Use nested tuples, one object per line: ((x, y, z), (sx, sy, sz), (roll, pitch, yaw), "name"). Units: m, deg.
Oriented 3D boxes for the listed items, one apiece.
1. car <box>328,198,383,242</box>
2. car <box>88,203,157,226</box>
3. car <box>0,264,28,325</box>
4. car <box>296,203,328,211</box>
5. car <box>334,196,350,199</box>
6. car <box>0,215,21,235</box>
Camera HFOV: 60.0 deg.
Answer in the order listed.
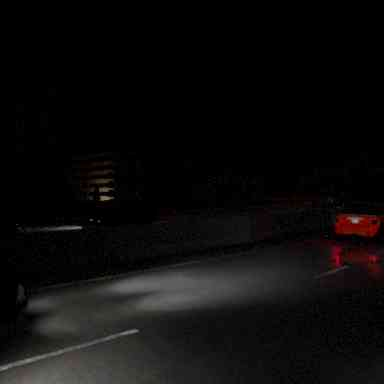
((8.898, 1.340, 16.556), (4.553, 1.767, 2.097), (0, 0, -45), "car")
((-4.704, 1.549, 23.057), (4.892, 1.490, 1.837), (0, 0, -43), "car")
((-4.962, 1.617, 4.636), (4.718, 1.301, 1.895), (0, 0, -35), "car")
((10.871, 1.608, 28.919), (1.895, 1.301, 4.718), (0, 0, 43), "car")
((19.914, 1.606, 43.636), (1.895, 1.301, 4.718), (0, 0, 43), "car")
((-9.968, 1.561, 14.227), (4.674, 1.442, 1.812), (0, 0, -37), "car")
